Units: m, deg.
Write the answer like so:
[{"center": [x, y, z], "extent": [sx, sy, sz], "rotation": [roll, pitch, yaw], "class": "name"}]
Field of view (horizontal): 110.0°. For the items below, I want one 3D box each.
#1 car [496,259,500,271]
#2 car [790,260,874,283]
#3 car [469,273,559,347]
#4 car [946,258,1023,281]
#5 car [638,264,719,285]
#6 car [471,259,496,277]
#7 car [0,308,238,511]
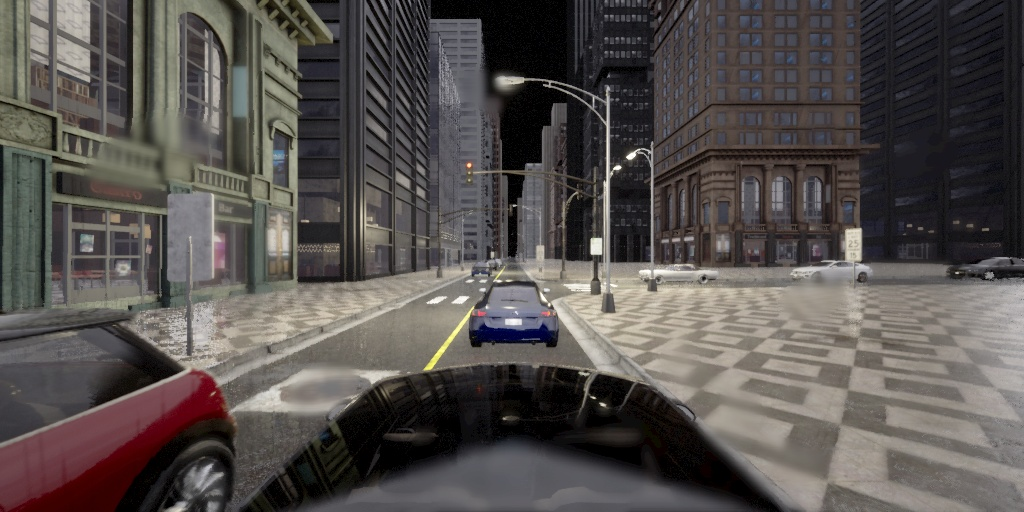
[{"center": [-2.943, 1.233, 48.539], "extent": [1.882, 1.535, 5.008], "rotation": [0, 0, 0], "class": "car"}, {"center": [21.306, 1.009, 23.941], "extent": [4.674, 1.442, 1.812], "rotation": [-1, 0, 0], "class": "car"}, {"center": [0.063, 1.314, 9.312], "extent": [1.994, 1.385, 4.181], "rotation": [0, 0, 1], "class": "car"}, {"center": [32.115, 0.870, 23.903], "extent": [4.892, 1.490, 1.837], "rotation": [0, 0, 0], "class": "car"}, {"center": [10.970, 1.205, 23.969], "extent": [4.718, 1.301, 1.895], "rotation": [-1, 0, 0], "class": "car"}, {"center": [-2.987, 1.299, 36.364], "extent": [2.033, 1.411, 5.357], "rotation": [0, 0, 0], "class": "car"}, {"center": [-3.104, 1.102, 0.733], "extent": [2.097, 1.767, 4.553], "rotation": [0, 0, 0], "class": "car"}]
